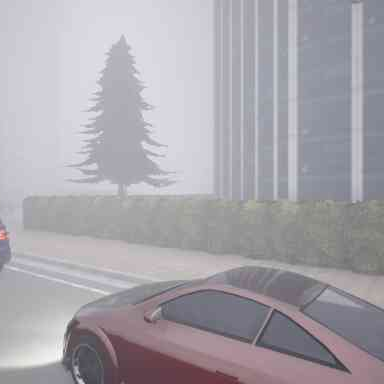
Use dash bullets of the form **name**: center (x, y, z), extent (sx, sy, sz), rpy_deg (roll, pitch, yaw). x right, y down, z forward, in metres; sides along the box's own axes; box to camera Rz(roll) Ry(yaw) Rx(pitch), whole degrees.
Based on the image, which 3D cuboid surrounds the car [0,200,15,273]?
- **car**: center (-7.153, 1.221, 9.060), extent (5.566, 2.045, 2.150), rpy_deg (0, 0, 35)

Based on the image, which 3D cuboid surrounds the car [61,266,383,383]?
- **car**: center (0.457, 1.564, 3.667), extent (4.181, 1.385, 1.994), rpy_deg (0, 0, 35)

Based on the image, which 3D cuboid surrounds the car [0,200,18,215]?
- **car**: center (-20.361, 1.560, 33.239), extent (1.837, 1.490, 4.892), rpy_deg (0, 0, 35)
